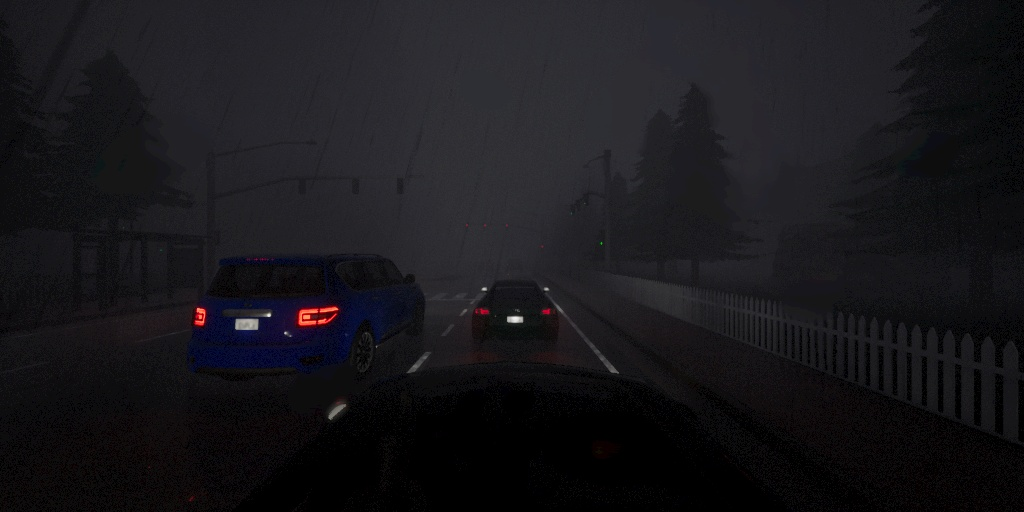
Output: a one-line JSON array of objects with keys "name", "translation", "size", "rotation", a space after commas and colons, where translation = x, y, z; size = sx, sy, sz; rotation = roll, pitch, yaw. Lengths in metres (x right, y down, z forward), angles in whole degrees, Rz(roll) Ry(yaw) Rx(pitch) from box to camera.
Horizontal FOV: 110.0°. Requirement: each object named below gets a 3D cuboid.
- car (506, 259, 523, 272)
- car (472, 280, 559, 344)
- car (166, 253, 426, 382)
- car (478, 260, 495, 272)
[{"name": "car", "translation": [0.278, 1.102, 45.659], "size": [2.097, 1.767, 4.553], "rotation": [0, 0, 0]}, {"name": "car", "translation": [0.089, 1.314, 9.592], "size": [1.994, 1.385, 4.181], "rotation": [0, 0, 1]}, {"name": "car", "translation": [-3.404, 0.972, 7.312], "size": [2.150, 2.045, 5.566], "rotation": [0, 0, 0]}, {"name": "car", "translation": [-3.225, 1.242, 45.591], "size": [2.128, 1.511, 4.902], "rotation": [0, 0, 1]}]
